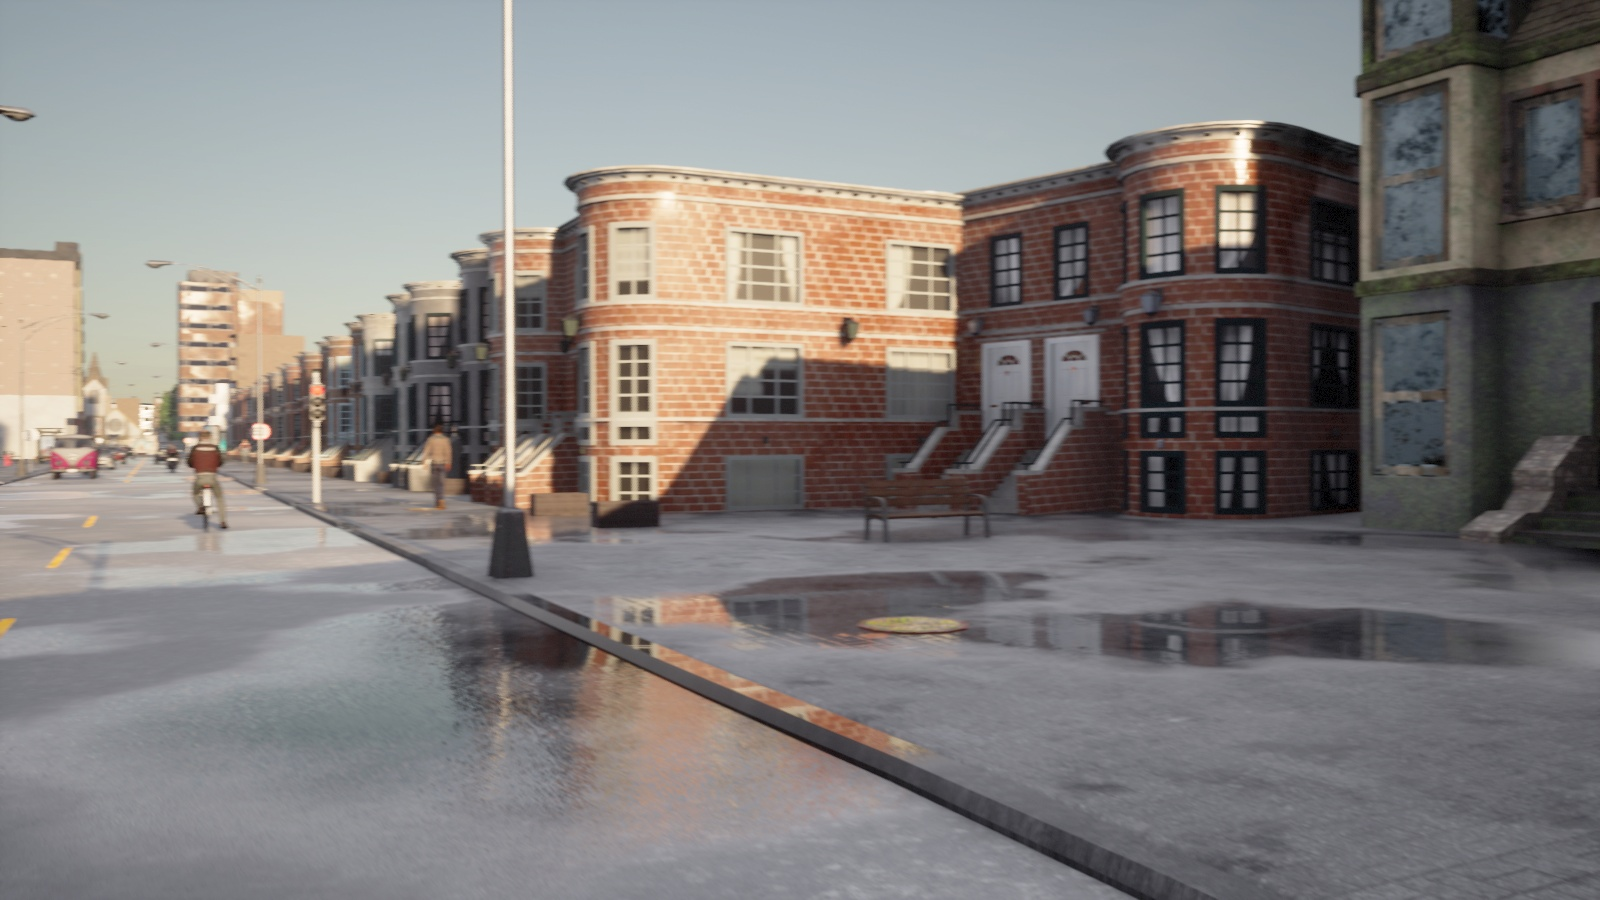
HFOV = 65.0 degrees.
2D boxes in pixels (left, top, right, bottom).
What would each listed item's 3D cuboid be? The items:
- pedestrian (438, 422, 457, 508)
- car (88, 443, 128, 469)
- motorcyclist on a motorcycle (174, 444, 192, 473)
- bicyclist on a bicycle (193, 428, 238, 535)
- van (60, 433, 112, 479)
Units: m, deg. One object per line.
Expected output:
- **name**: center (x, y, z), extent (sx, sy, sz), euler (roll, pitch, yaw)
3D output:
- **pedestrian**: center (-7.582, 0.313, 26.980), extent (0.328, 1.805, 0.869), euler (0, 0, -20)
- **car**: center (-42.605, 0.342, 77.394), extent (2.007, 1.525, 4.514), euler (0, 0, -27)
- **motorcyclist on a motorcycle**: center (-33.309, 0.465, 67.809), extent (0.866, 1.530, 2.191), euler (0, 0, -27)
- **bicyclist on a bicycle**: center (-10.150, 0.513, 21.780), extent (0.659, 1.776, 1.843), euler (0, 1, -27)
- **van**: center (-32.179, 0.244, 56.661), extent (1.775, 1.987, 4.442), euler (0, 0, -27)
